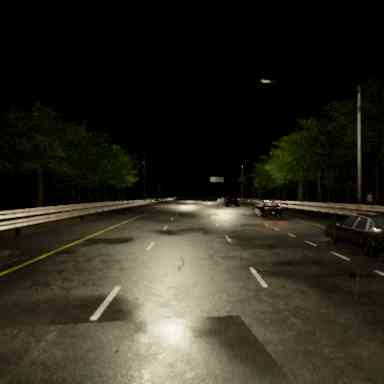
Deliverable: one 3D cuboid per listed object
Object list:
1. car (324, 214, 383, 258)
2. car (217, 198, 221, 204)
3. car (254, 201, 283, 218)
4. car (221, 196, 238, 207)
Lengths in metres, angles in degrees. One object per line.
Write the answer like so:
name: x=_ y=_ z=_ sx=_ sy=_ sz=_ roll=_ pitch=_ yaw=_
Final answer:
car: x=7.012 y=1.571 z=12.874 sx=2.033 sy=1.411 sz=5.357 roll=0 pitch=0 yaw=0
car: x=7.415 y=2.339 z=85.632 sx=1.812 sy=1.442 sz=4.674 roll=0 pitch=-1 yaw=1
car: x=7.058 y=1.621 z=31.136 sx=2.128 sy=1.511 sz=4.902 roll=0 pitch=0 yaw=0
car: x=7.216 y=1.707 z=61.550 sx=2.150 sy=2.045 sz=5.566 roll=0 pitch=-1 yaw=0
